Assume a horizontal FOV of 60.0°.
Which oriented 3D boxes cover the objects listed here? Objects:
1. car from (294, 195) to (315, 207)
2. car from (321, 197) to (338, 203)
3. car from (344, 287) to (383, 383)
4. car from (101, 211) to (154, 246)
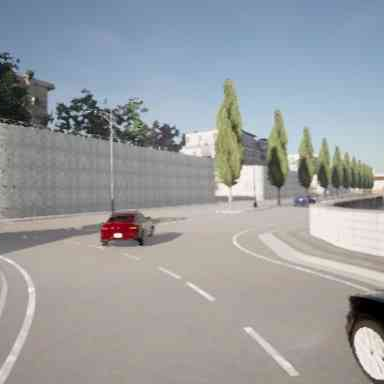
[{"bbox_3d":[17.018,1.238,50.094,2.097,1.767,4.553,-1,0,34],"label":"car"},{"bbox_3d":[20.527,1.426,49.051,1.895,1.301,4.718,-1,0,33],"label":"car"},{"bbox_3d":[3.320,1.433,2.482,1.882,1.535,5.008,-1,0,-13],"label":"car"},{"bbox_3d":[-3.006,1.624,15.928,1.812,1.442,4.674,-1,0,1],"label":"car"}]
